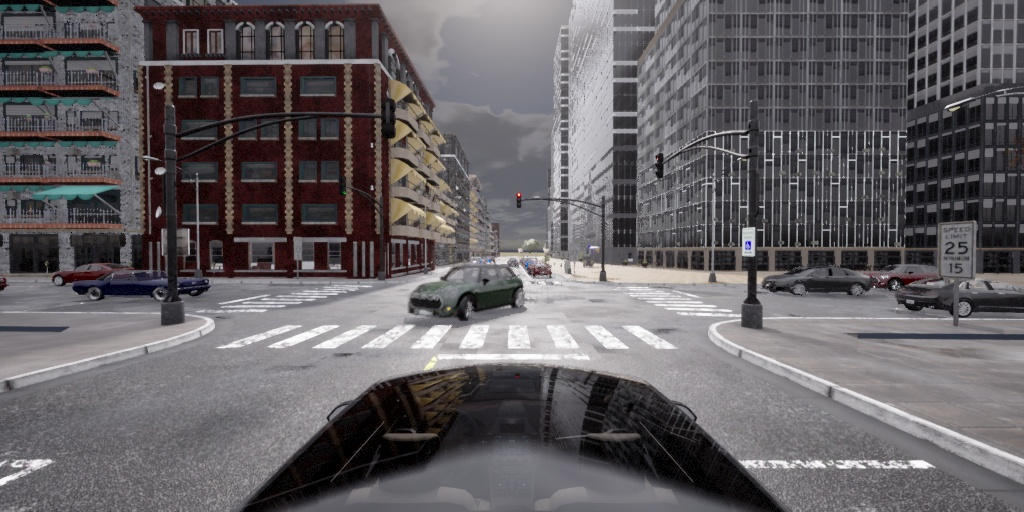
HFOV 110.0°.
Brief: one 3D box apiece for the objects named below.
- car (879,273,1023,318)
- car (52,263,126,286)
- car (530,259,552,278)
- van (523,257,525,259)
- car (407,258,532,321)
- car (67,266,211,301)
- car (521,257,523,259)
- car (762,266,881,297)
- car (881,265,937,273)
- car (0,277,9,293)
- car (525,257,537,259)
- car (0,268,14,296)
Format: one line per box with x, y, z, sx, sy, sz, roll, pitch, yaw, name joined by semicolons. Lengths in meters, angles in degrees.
16.740;1.445;13.076;4.403;1.370;2.007;0;0;1;car
-25.811;1.109;22.368;4.507;1.381;1.888;0;0;1;car
2.727;1.270;33.414;1.888;1.381;4.507;0;0;0;car
2.765;1.042;50.352;1.690;1.789;3.998;0;0;0;van
-1.442;1.097;12.608;2.097;1.767;4.553;0;0;33;car
-16.643;1.299;16.315;4.718;1.301;1.895;0;1;1;car
2.777;1.238;55.998;1.888;1.381;4.507;0;0;0;car
16.004;1.302;18.997;4.892;1.490;1.837;0;1;1;car
23.418;1.229;21.609;4.097;1.591;1.967;0;0;1;car
-22.597;1.259;13.704;4.507;1.381;1.888;0;0;1;car
2.739;1.157;39.060;1.967;1.591;4.097;0;0;0;car
-26.522;1.254;16.475;4.718;1.301;1.895;0;1;1;car
